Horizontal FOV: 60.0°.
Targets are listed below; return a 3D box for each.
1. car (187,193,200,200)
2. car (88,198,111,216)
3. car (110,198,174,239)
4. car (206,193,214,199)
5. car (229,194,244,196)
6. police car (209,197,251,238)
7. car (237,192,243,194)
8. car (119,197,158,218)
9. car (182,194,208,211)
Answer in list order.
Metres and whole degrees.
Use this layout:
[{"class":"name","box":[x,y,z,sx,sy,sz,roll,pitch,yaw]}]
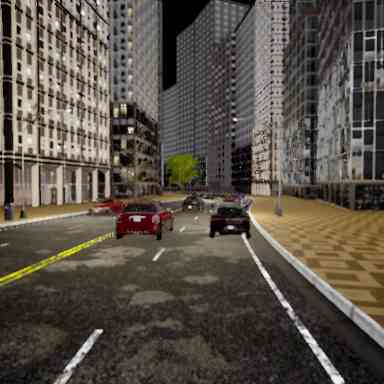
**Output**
[{"class":"car","box":[0.390,0.978,70.102,1.895,1.301,4.718,0,1,9]},{"class":"car","box":[-7.460,1.267,29.488,1.812,1.442,4.674,0,1,8]},{"class":"car","box":[-2.195,1.215,16.563,2.097,1.767,4.553,0,0,5]},{"class":"car","box":[3.399,0.964,68.310,2.033,1.411,5.357,0,1,10]},{"class":"car","box":[3.834,1.225,32.228,1.882,1.535,5.008,0,0,9]},{"class":"police car","box":[1.895,1.292,16.856,1.930,1.638,5.238,0,0,5]},{"class":"car","box":[6.492,1.076,50.555,1.882,1.535,5.008,0,1,12]},{"class":"car","box":[-4.365,1.239,28.084,1.882,1.535,5.008,0,0,8]},{"class":"car","box":[0.223,1.215,35.216,1.837,1.490,4.892,0,0,10]}]
